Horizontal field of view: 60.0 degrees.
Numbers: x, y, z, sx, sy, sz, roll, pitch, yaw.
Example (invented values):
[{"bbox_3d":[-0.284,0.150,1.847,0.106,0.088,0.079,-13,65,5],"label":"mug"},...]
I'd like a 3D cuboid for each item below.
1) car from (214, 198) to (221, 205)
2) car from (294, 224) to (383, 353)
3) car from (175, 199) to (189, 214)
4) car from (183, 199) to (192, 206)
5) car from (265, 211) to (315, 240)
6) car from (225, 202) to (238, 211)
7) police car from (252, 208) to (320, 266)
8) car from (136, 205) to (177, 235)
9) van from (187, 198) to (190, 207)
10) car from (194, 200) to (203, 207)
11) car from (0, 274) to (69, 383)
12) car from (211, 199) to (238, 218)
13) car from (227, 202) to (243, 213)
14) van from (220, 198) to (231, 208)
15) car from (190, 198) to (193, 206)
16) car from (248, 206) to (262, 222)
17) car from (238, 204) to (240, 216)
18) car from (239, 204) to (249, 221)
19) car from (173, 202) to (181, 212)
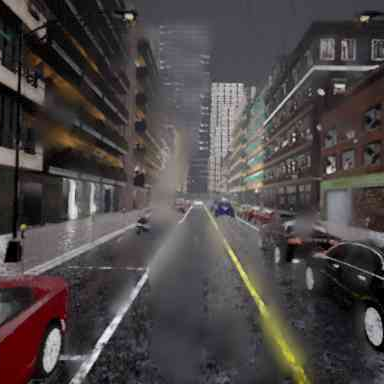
[{"bbox_3d":[7.165,2.660,93.691,1.967,1.590,4.097,1,-1,1],"label":"car"},{"bbox_3d":[3.631,1.642,6.329,1.837,1.490,4.892,1,-1,1],"label":"car"},{"bbox_3d":[-1.761,1.976,42.651,1.887,1.381,4.507,2,-1,1],"label":"car"},{"bbox_3d":[-1.064,2.396,76.780,1.887,1.381,4.507,2,-1,1],"label":"car"},{"bbox_3d":[5.651,1.901,19.745,1.802,1.307,4.206,2,-1,1],"label":"car"},{"bbox_3d":[6.348,2.297,53.873,1.802,1.307,4.206,2,-1,1],"label":"car"},{"bbox_3d":[3.757,1.630,12.438,1.930,1.638,5.238,1,-1,1],"label":"police car"},{"bbox_3d":[-2.226,1.722,19.897,2.008,1.369,4.403,2,-1,1],"label":"car"},{"bbox_3d":[-1.639,1.840,48.340,1.690,1.788,3.998,2,-1,1],"label":"van"},{"bbox_3d":[1.400,2.366,72.094,1.812,1.442,4.674,1,-1,1],"label":"car"},{"bbox_3d":[-2.574,1.527,2.832,1.887,1.381,4.507,2,-1,1],"label":"car"},{"bbox_3d":[3.463,1.811,36.366,2.097,1.767,4.553,1,-1,2],"label":"car"},{"bbox_3d":[6.237,2.174,48.355,1.752,1.417,4.829,2,-1,1],"label":"car"},{"bbox_3d":[6.587,2.197,65.252,1.690,1.788,3.998,2,-1,1],"label":"van"},{"bbox_3d":[-1.296,2.253,65.403,1.887,1.381,4.507,2,-1,1],"label":"car"},{"bbox_3d":[5.768,1.928,25.435,1.887,1.381,4.507,2,-1,1],"label":"car"},{"bbox_3d":[6.005,2.040,36.980,1.752,1.417,4.829,2,-1,1],"label":"car"},{"bbox_3d":[5.885,1.992,31.122,1.887,1.381,4.507,2,-1,1],"label":"car"},{"bbox_3d":[-2.112,1.759,25.416,1.752,1.417,4.829,2,-1,1],"label":"car"}]
